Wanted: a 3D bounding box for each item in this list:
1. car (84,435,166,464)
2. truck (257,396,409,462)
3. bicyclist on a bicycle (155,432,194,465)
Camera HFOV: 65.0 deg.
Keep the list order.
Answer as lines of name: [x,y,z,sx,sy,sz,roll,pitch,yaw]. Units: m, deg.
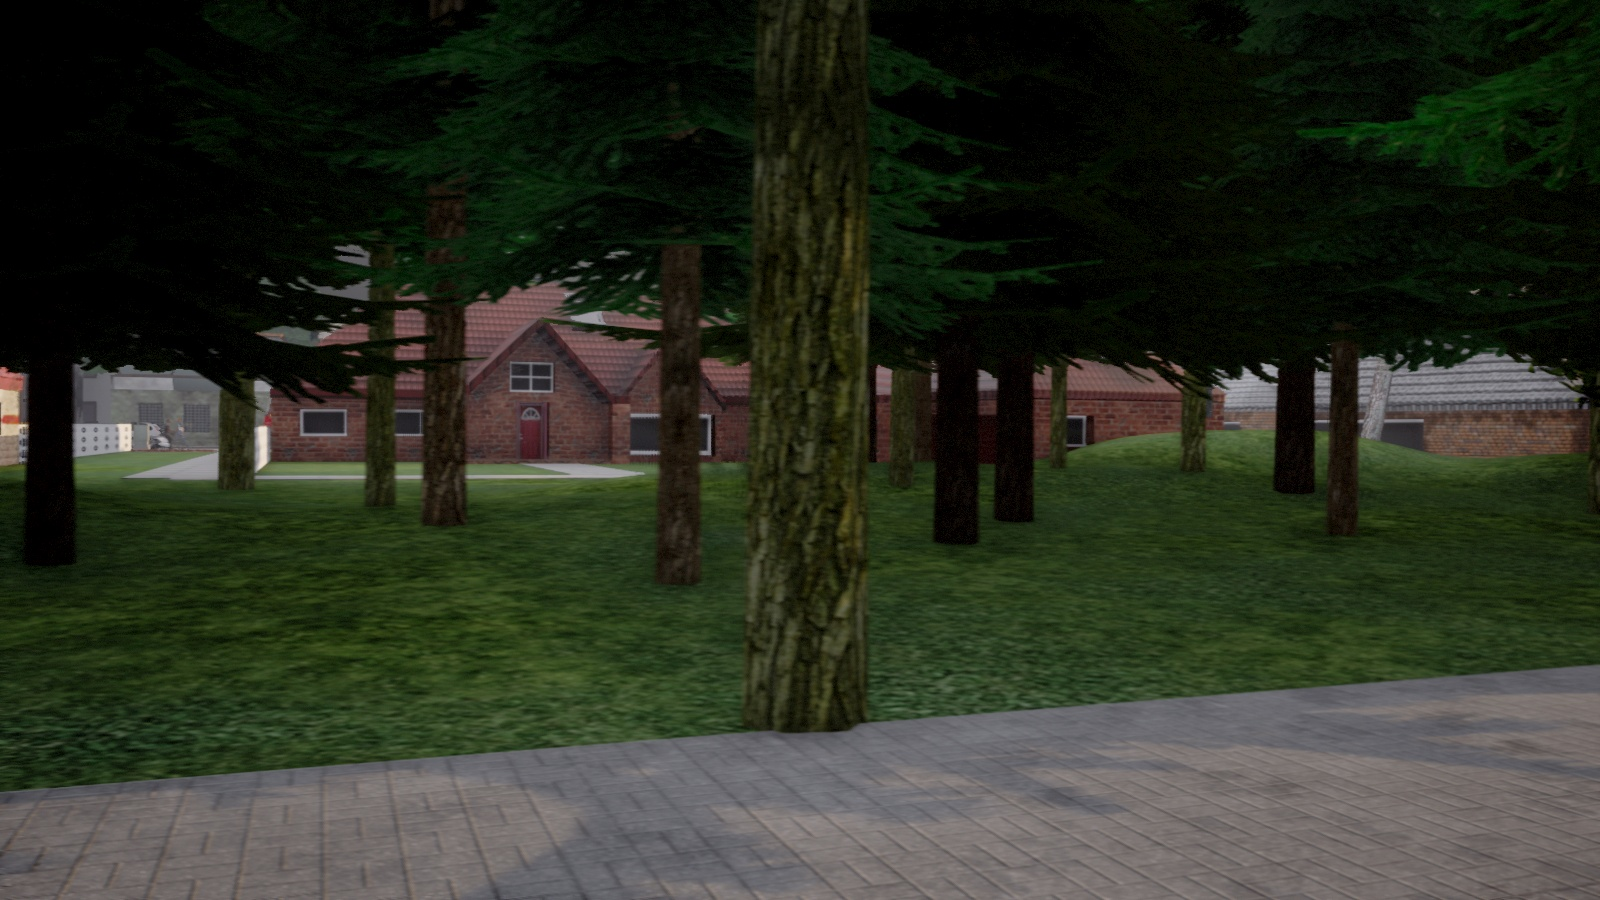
car: [-38.970,-0.064,72.592,3.988,1.617,1.851,-1,1,-21]
truck: [-28.416,-1.306,76.587,8.468,3.827,2.891,-1,1,-21]
bicyclist on a bicycle: [-34.824,-0.092,69.888,1.843,1.776,0.659,-1,1,-21]
